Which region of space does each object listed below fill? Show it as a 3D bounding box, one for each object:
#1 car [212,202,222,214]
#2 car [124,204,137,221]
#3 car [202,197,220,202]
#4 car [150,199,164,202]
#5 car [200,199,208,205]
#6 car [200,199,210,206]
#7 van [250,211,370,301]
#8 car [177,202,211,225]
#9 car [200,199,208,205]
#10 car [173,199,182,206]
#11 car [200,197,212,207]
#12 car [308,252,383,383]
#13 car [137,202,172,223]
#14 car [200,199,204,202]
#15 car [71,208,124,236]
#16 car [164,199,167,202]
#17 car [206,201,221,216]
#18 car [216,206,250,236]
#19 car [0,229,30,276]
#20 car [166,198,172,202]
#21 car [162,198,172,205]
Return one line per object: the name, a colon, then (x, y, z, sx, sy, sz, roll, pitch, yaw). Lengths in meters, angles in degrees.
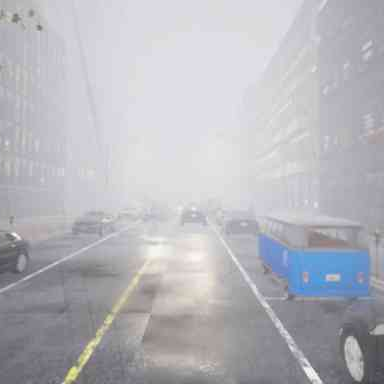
car: (2.735, 1.779, 25.371, 1.752, 1.417, 4.829, 1, -1, 0)
car: (-5.652, 1.831, 30.732, 1.752, 1.417, 4.829, 1, -1, 0)
car: (2.708, 1.733, 42.171, 2.192, 1.841, 5.009, 1, -1, 0)
car: (-5.637, 2.024, 47.869, 2.008, 1.369, 4.403, 1, -1, 0)
car: (2.734, 2.330, 76.105, 1.802, 1.307, 4.206, 1, -1, 0)
car: (2.729, 2.259, 70.449, 1.947, 1.339, 4.313, 1, -1, 0)
van: (2.711, 1.426, 8.235, 1.690, 1.788, 3.998, 1, -1, 0)
car: (0.123, 1.765, 26.211, 2.163, 1.488, 4.792, 0, -1, 0)
car: (2.909, 2.385, 81.761, 1.802, 1.307, 4.206, 1, -1, 0)
car: (-2.942, 2.193, 68.805, 2.128, 1.511, 4.902, 0, 0, 0)
car: (2.728, 1.954, 64.795, 2.192, 1.841, 5.009, 1, -1, 0)
car: (2.703, 1.578, 2.577, 2.008, 1.369, 4.403, 1, -1, 0)
car: (-3.075, 1.833, 28.660, 2.033, 1.411, 5.357, 0, -1, 0)
car: (0.137, 1.959, 41.601, 2.033, 1.411, 5.357, 0, -1, 0)
car: (-5.662, 1.748, 19.589, 2.008, 1.369, 4.403, 1, -1, 0)
car: (-5.632, 2.080, 53.526, 2.008, 1.369, 4.403, 1, -1, 0)
car: (2.699, 1.945, 36.512, 1.802, 1.307, 4.206, 1, -1, 0)
car: (2.724, 1.763, 19.544, 1.947, 1.339, 4.313, 1, -1, 0)
car: (-5.672, 1.636, 8.276, 2.008, 1.369, 4.403, 1, -1, 0)
car: (-5.621, 2.079, 64.839, 1.967, 1.590, 4.097, 1, -1, 0)
car: (-5.611, 2.189, 76.151, 1.967, 1.590, 4.097, 1, -1, 0)
